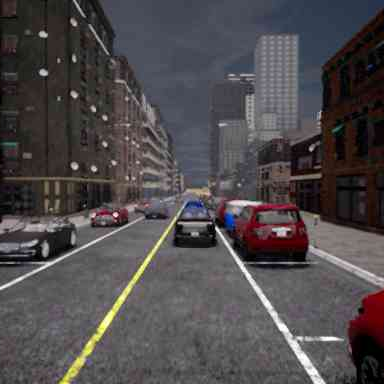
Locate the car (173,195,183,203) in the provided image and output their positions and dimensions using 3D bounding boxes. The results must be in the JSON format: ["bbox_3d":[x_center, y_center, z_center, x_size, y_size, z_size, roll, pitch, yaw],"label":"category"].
[{"bbox_3d":[-2.840,1.505,70.996,2.097,1.767,4.553,0,0,0],"label":"car"}]

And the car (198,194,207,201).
[{"bbox_3d":[2.841,1.503,88.941,2.192,1.841,5.009,-1,0,0],"label":"car"}]

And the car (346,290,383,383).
[{"bbox_3d":[2.675,1.319,1.553,2.192,1.841,5.009,-1,0,0],"label":"car"}]

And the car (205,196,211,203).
[{"bbox_3d":[2.777,1.661,44.311,2.008,1.369,4.403,-1,0,0],"label":"car"}]

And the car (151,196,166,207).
[{"bbox_3d":[-5.580,1.566,55.432,1.967,1.590,4.097,-1,0,0],"label":"car"}]

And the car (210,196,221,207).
[{"bbox_3d":[2.724,1.369,23.181,2.192,1.841,5.009,-1,0,0],"label":"car"}]

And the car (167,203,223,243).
[{"bbox_3d":[0.133,1.530,16.207,2.128,1.511,4.902,0,0,0],"label":"car"}]

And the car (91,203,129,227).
[{"bbox_3d":[-5.654,1.496,23.207,1.967,1.590,4.097,-1,0,0],"label":"car"}]

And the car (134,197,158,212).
[{"bbox_3d":[-5.617,1.532,39.428,1.967,1.590,4.097,-1,0,0],"label":"car"}]

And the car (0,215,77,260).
[{"bbox_3d":[-5.676,1.582,12.393,2.008,1.369,4.403,-1,0,0],"label":"car"}]

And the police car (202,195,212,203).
[{"bbox_3d":[3.163,1.583,72.216,1.930,1.638,5.238,0,0,0],"label":"police car"}]

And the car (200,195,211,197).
[{"bbox_3d":[2.769,1.691,55.463,1.947,1.339,4.313,-1,0,0],"label":"car"}]

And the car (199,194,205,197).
[{"bbox_3d":[2.777,1.451,61.043,2.192,1.841,5.009,-1,0,0],"label":"car"}]

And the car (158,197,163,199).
[{"bbox_3d":[-5.592,1.640,49.682,1.752,1.417,4.829,-1,0,0],"label":"car"}]

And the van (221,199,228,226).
[{"bbox_3d":[2.712,1.383,17.774,1.690,1.788,3.998,-1,0,0],"label":"van"}]

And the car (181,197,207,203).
[{"bbox_3d":[0.172,1.555,33.163,1.882,1.535,5.008,0,0,0],"label":"car"}]

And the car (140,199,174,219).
[{"bbox_3d":[-3.034,1.617,29.677,2.033,1.411,5.357,0,0,0],"label":"car"}]

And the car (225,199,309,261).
[{"bbox_3d":[2.699,1.345,12.367,2.192,1.841,5.009,-1,0,0],"label":"car"}]
